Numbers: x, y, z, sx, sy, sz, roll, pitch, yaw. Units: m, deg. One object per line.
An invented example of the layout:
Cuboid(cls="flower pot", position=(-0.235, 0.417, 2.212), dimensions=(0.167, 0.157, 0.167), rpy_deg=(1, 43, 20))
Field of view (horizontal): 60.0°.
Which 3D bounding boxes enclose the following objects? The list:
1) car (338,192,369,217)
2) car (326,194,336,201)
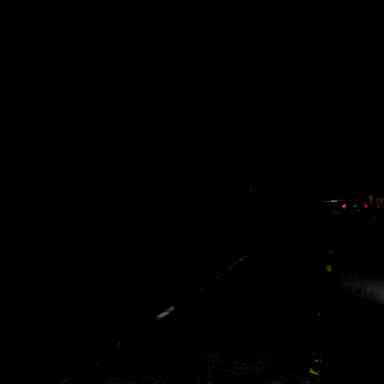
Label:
Cuboid(cls="car", position=(13.950, 1.142, 28.670), dimensions=(2.097, 1.767, 4.553), rpy_deg=(-2, 0, 24))
Cuboid(cls="car", position=(29.653, 1.159, 71.023), dimensions=(2.033, 1.411, 5.357), rpy_deg=(-2, 0, 24))
